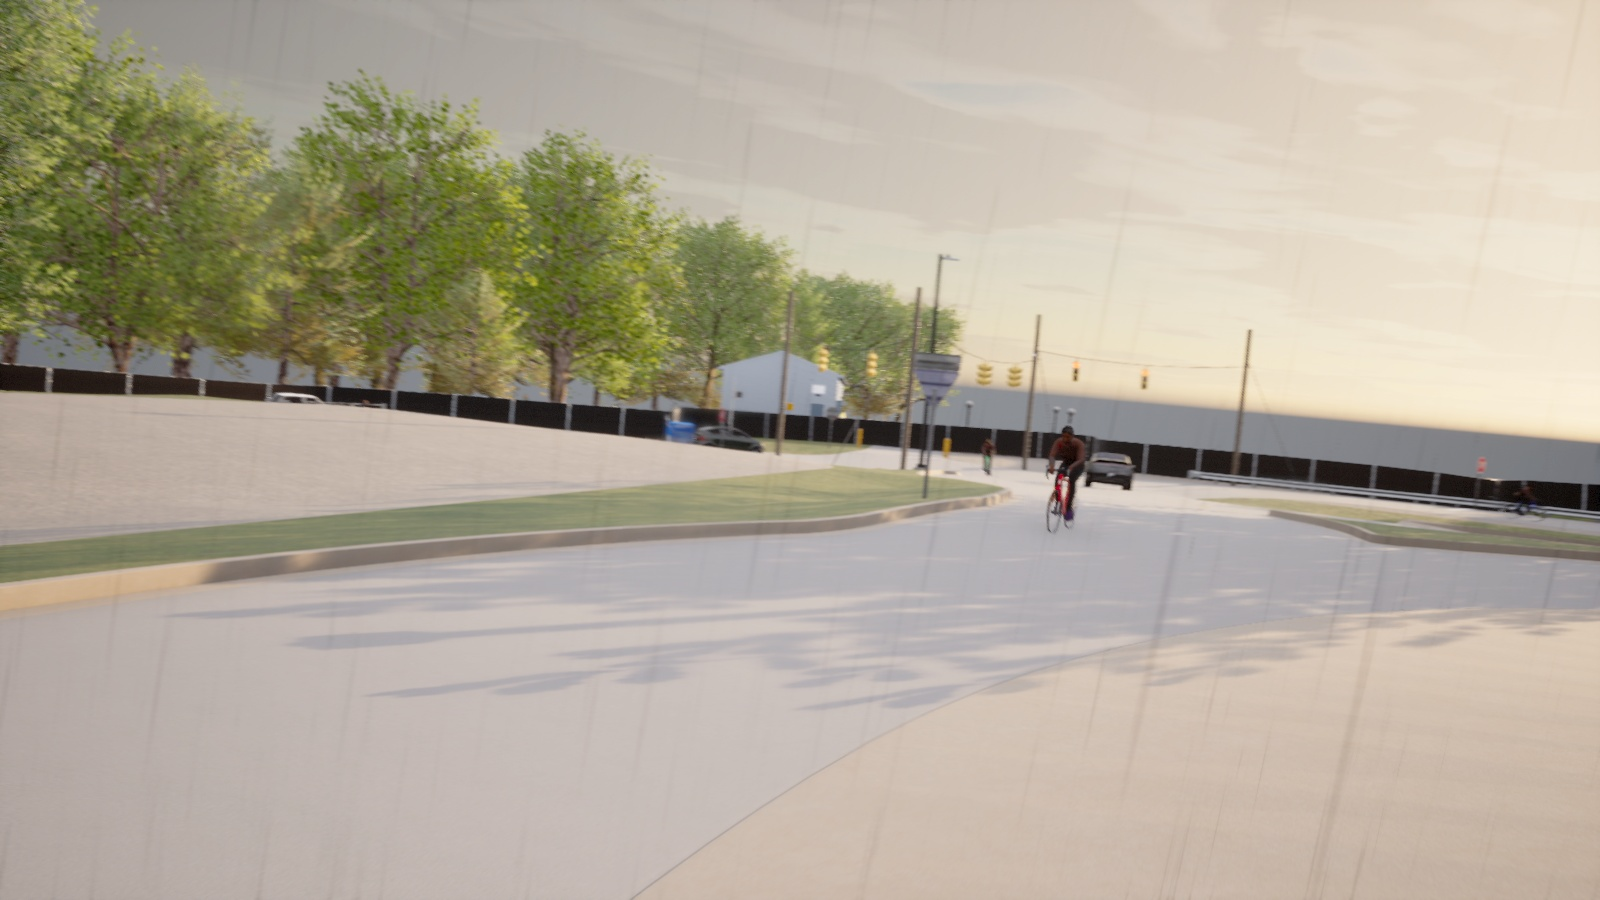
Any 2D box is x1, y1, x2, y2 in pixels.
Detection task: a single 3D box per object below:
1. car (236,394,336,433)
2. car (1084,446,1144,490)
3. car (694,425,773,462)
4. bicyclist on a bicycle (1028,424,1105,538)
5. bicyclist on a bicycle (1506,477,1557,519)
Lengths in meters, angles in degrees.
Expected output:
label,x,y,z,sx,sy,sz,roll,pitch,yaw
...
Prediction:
label,x,y,z,sx,sy,sz,roll,pitch,yaw
car,-23.751,-1.688,58.078,3.806,1.475,1.970,2,4,-40
car,13.022,0.788,52.340,2.128,1.511,4.902,5,-1,12
car,-3.501,-0.341,66.026,3.705,1.549,1.789,5,3,-17
bicyclist on a bicycle,4.095,0.437,19.214,0.582,1.620,1.656,6,4,27
bicyclist on a bicycle,31.301,2.035,53.761,0.582,1.620,1.656,1,4,-39
